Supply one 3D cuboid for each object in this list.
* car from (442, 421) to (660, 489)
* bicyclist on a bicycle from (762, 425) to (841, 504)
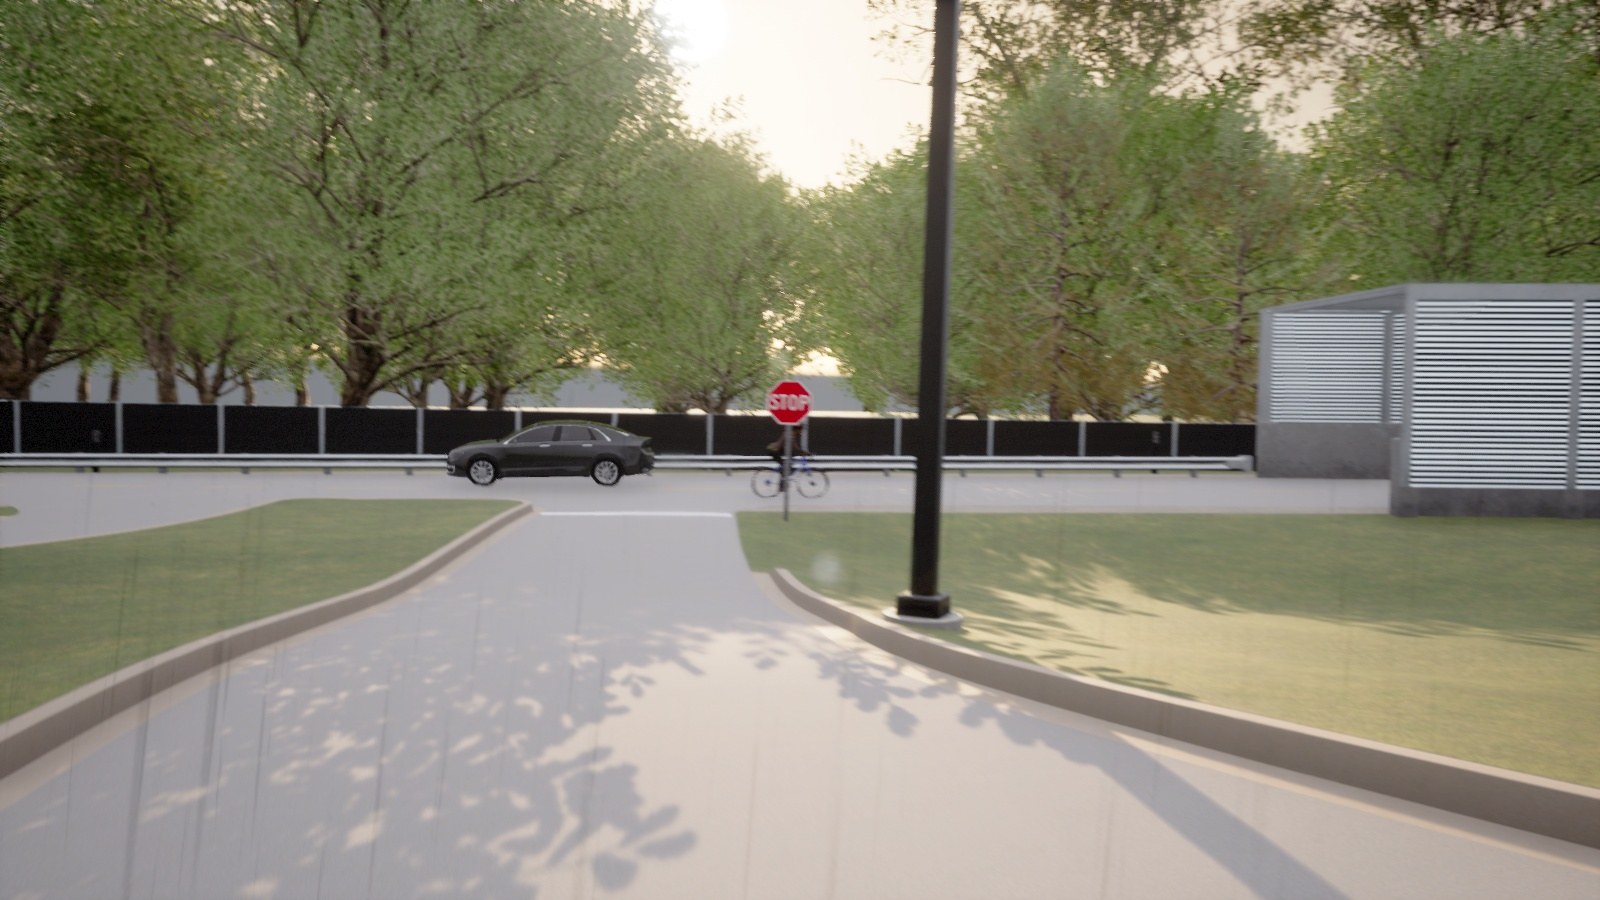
[{"bbox_3d":[-5.851,0.105,30.002,4.892,1.490,1.837,0,3,-3],"label":"car"},{"bbox_3d":[0.022,0.299,26.788,1.656,1.620,0.582,1,4,-2],"label":"bicyclist on a bicycle"}]
